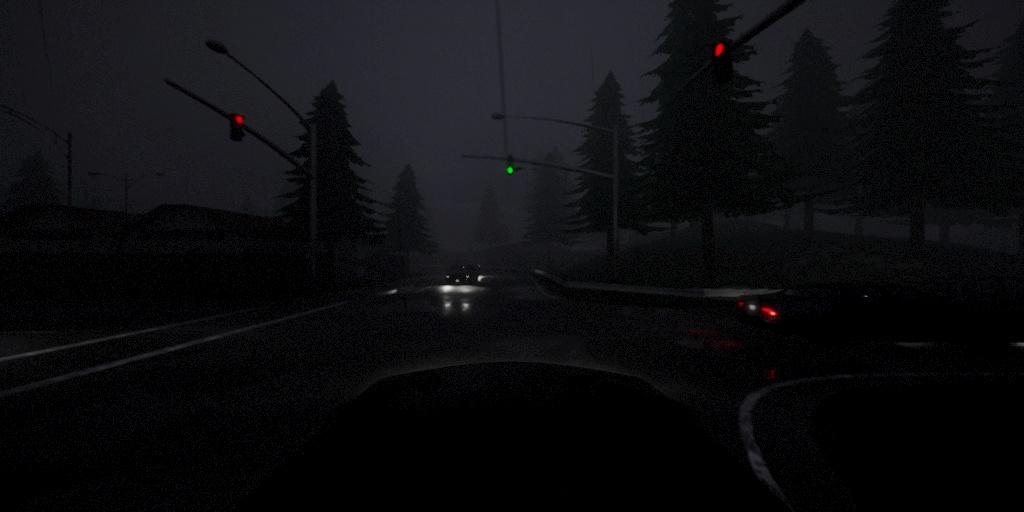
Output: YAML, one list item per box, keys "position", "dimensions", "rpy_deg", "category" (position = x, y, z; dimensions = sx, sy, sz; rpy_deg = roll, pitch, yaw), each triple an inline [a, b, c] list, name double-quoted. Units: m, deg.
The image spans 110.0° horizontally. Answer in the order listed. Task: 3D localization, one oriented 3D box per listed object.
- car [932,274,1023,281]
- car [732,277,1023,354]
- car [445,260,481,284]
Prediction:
- position: [14.617, 1.309, 11.495]
  dimensions: [5.357, 1.411, 2.033]
  rpy_deg: [0, 0, 1]
  category: "car"
- position: [8.366, 1.309, 8.447]
  dimensions: [5.357, 1.411, 2.033]
  rpy_deg: [0, 0, 8]
  category: "car"
- position: [-3.574, 1.273, 26.586]
  dimensions: [2.033, 1.411, 5.357]
  rpy_deg: [0, 0, 2]
  category: "car"
